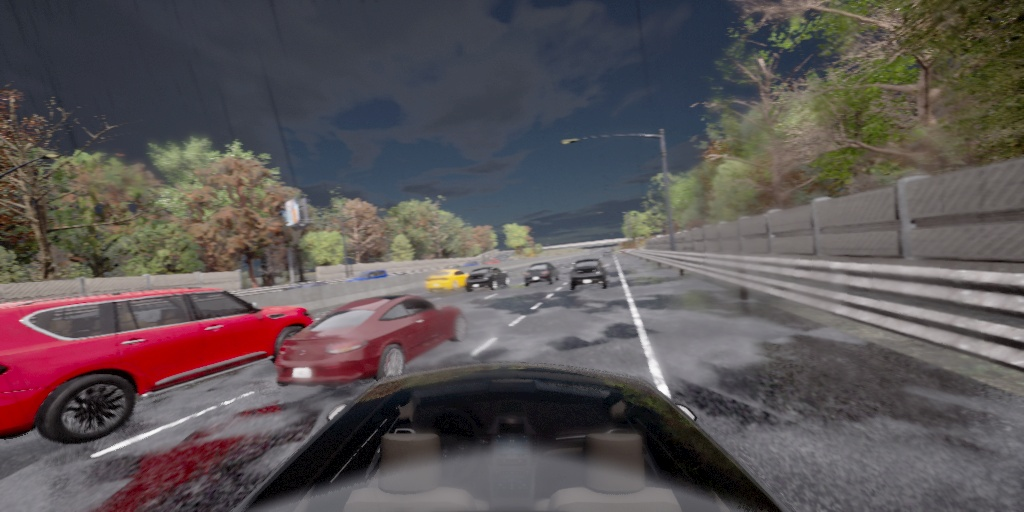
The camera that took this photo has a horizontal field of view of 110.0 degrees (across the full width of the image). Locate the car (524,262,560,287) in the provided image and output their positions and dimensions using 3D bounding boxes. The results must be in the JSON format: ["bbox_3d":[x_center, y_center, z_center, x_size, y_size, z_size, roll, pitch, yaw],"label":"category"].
[{"bbox_3d":[2.069,1.164,24.363,1.812,1.442,4.674,-6,0,16],"label":"car"}]

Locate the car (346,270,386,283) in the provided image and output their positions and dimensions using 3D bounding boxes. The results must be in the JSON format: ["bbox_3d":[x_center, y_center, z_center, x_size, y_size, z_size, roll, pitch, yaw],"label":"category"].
[{"bbox_3d":[-15.737,2.679,39.184,2.150,2.045,5.566,-6,0,16],"label":"car"}]

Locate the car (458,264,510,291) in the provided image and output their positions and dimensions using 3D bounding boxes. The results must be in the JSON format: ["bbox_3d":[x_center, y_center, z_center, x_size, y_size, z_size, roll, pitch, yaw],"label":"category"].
[{"bbox_3d":[-1.589,1.503,24.215,1.837,1.490,4.892,-6,0,16],"label":"car"}]

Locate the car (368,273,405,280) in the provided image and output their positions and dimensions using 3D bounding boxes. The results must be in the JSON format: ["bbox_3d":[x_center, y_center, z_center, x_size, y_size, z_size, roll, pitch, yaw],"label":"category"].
[{"bbox_3d":[-12.378,2.673,38.137,2.033,1.411,5.357,-6,0,16],"label":"car"}]

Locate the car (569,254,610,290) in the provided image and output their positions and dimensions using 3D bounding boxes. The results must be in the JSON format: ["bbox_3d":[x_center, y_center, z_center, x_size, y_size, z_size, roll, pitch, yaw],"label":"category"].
[{"bbox_3d":[4.229,0.908,19.513,1.837,1.490,4.892,-6,0,16],"label":"car"}]

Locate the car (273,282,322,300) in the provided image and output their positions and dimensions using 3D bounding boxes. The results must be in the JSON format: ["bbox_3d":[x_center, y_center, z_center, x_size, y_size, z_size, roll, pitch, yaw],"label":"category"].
[{"bbox_3d":[-23.055,3.747,38.727,1.994,1.385,4.181,-6,0,16],"label":"car"}]

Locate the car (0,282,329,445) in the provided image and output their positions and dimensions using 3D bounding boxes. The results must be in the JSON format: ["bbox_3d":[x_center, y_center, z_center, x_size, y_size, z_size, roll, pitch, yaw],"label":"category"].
[{"bbox_3d":[-6.467,1.626,6.761,2.150,2.045,5.566,-6,0,16],"label":"car"}]

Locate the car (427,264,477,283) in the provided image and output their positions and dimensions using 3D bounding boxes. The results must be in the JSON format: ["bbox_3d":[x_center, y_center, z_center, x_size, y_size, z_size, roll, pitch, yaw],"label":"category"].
[{"bbox_3d":[-4.499,1.775,26.759,1.882,1.535,5.008,-6,0,16],"label":"car"}]

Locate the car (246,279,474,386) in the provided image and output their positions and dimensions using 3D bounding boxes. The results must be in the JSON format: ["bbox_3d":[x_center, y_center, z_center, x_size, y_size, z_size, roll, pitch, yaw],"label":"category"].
[{"bbox_3d":[-2.575,1.551,7.646,1.812,1.442,4.674,-6,0,16],"label":"car"}]
